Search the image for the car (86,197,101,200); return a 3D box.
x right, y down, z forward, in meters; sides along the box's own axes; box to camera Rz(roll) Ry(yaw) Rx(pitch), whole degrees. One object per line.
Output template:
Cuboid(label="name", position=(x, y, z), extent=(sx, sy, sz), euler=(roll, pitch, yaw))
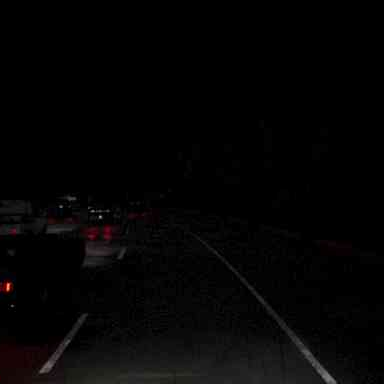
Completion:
Cuboid(label="car", position=(-17.460, 1.647, 58.555), extent=(2.097, 1.767, 4.553), euler=(0, 0, -34))

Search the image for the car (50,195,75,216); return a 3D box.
Cuboid(label="car", position=(-13.510, 1.534, 34.485), extent=(2.097, 1.767, 4.553), euler=(0, 0, -20))

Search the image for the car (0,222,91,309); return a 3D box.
Cuboid(label="car", position=(-3.911, 1.644, 7.817), extent=(1.895, 1.301, 4.718), euler=(0, 0, -5))

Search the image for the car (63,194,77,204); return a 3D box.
Cuboid(label="car", position=(-26.299, 1.442, 70.311), extent=(2.150, 2.045, 5.566), euler=(0, 0, -43))

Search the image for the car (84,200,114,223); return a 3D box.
Cuboid(label="car", position=(-7.240, 1.623, 26.381), extent=(2.128, 1.511, 4.902), euler=(0, 0, -15))

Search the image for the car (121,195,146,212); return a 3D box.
Cuboid(label="car", position=(-7.402, 1.422, 41.613), extent=(2.150, 2.045, 5.566), euler=(0, 0, -23))

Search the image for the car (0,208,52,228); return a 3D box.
Cuboid(label="car", position=(-8.509, 1.691, 16.169), extent=(1.895, 1.301, 4.718), euler=(0, 0, -10))
